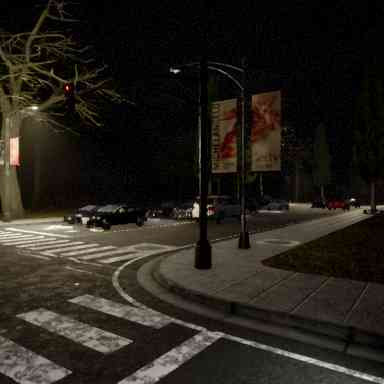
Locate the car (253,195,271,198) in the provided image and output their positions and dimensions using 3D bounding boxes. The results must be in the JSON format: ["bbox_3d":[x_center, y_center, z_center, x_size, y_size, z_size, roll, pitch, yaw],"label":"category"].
[{"bbox_3d":[9.961,1.471,48.559,2.150,2.045,5.566,0,0,38],"label":"car"}]

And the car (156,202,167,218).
[{"bbox_3d":[-1.855,1.666,31.847,2.033,1.411,5.357,0,0,35],"label":"car"}]

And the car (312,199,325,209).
[{"bbox_3d":[19.711,1.851,50.851,1.812,1.442,4.674,0,0,35],"label":"car"}]

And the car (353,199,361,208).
[{"bbox_3d":[26.438,1.892,54.763,2.128,1.511,4.902,0,-1,35],"label":"car"}]

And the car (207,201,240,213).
[{"bbox_3d":[3.875,1.776,39.995,1.895,1.301,4.718,0,0,35],"label":"car"}]

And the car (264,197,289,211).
[{"bbox_3d":[11.883,1.772,45.652,1.812,1.442,4.674,0,0,36],"label":"car"}]

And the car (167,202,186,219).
[{"bbox_3d":[0.275,1.472,29.237,2.097,1.767,4.553,0,0,35],"label":"car"}]

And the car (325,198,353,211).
[{"bbox_3d":[20.677,1.658,46.581,2.097,1.767,4.553,0,0,35],"label":"car"}]

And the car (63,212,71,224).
[{"bbox_3d":[-7.187,1.637,24.303,1.994,1.385,4.181,0,0,36],"label":"car"}]

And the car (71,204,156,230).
[{"bbox_3d":[-4.977,1.566,21.782,2.128,1.511,4.902,0,0,35],"label":"car"}]

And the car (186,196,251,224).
[{"bbox_3d":[2.253,1.341,26.082,2.150,2.045,5.566,0,0,35],"label":"car"}]

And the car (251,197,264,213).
[{"bbox_3d":[5.931,1.680,37.263,1.837,1.490,4.892,0,0,35],"label":"car"}]
